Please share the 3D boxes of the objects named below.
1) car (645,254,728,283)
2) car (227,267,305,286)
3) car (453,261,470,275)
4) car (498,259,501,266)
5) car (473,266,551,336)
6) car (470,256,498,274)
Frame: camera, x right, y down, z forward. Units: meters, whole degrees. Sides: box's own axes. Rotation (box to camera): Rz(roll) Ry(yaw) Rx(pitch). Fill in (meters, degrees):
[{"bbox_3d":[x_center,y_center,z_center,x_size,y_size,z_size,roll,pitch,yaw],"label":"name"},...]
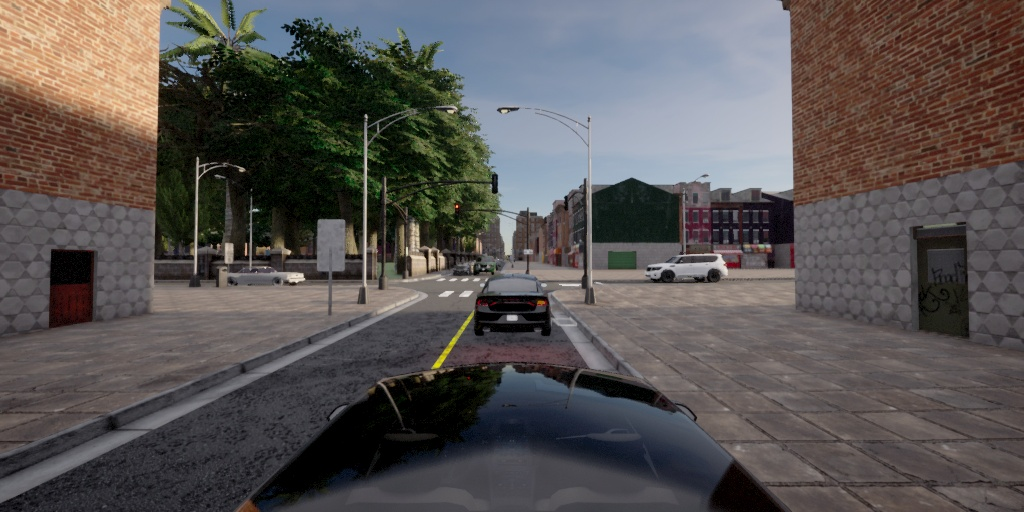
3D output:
[{"bbox_3d":[12.690,0.901,26.268,5.566,2.045,2.150,-1,-1,0],"label":"car"},{"bbox_3d":[-16.123,1.342,23.206,4.718,1.301,1.895,0,-1,0],"label":"car"},{"bbox_3d":[-5.467,1.333,39.620,2.007,1.370,4.403,0,0,0],"label":"car"},{"bbox_3d":[-2.971,1.280,50.896,1.882,1.535,5.008,0,0,0],"label":"car"},{"bbox_3d":[0.034,1.231,10.476,1.882,1.535,5.008,0,0,1],"label":"car"},{"bbox_3d":[-2.900,1.003,38.806,2.150,2.045,5.566,0,0,-1],"label":"car"}]
